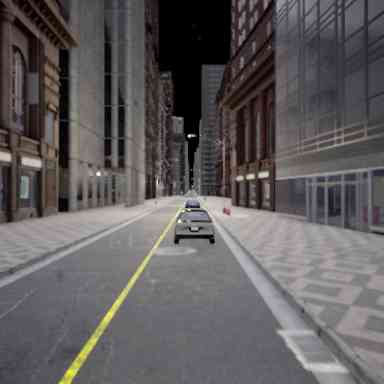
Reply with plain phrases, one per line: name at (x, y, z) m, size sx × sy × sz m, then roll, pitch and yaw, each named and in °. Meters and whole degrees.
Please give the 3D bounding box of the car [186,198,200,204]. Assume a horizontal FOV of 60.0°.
car at (0.108, 1.577, 46.685) m, size 1.994 × 1.385 × 4.181 m, roll 0°, pitch 0°, yaw 0°

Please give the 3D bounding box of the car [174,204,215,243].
car at (0.104, 1.553, 16.222) m, size 2.033 × 1.411 × 5.357 m, roll 0°, pitch 0°, yaw 0°
